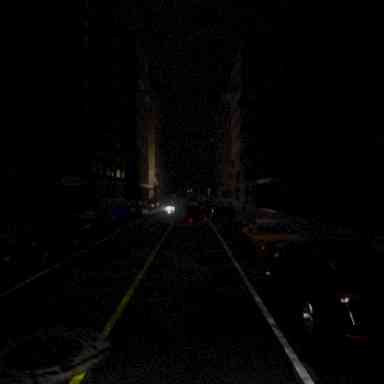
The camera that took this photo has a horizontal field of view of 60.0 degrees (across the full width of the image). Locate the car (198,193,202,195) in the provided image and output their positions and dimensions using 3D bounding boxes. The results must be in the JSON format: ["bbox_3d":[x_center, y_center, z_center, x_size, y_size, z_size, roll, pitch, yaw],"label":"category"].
[{"bbox_3d":[2.622,1.418,66.038,1.752,1.417,4.829,0,0,0],"label":"car"}]

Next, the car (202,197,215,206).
[{"bbox_3d":[2.625,1.482,55.042,1.947,1.339,4.313,0,0,0],"label":"car"}]

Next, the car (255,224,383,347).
[{"bbox_3d":[2.636,1.558,6.328,1.947,1.339,4.313,0,0,0],"label":"car"}]

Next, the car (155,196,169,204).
[{"bbox_3d":[-5.402,1.456,60.463,2.008,1.369,4.403,0,0,0],"label":"car"}]

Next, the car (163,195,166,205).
[{"bbox_3d":[-5.399,1.450,49.467,1.752,1.417,4.829,0,0,0],"label":"car"}]

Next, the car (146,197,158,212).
[{"bbox_3d":[-5.397,1.468,38.642,1.752,1.417,4.829,0,0,0],"label":"car"}]

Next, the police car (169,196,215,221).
[{"bbox_3d":[0.135,1.386,26.940,1.930,1.638,5.238,0,0,17],"label":"police car"}]

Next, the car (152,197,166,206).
[{"bbox_3d":[-5.401,1.498,55.050,1.802,1.307,4.206,0,0,0],"label":"car"}]

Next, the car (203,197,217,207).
[{"bbox_3d":[2.626,1.491,49.629,1.947,1.339,4.313,0,0,0],"label":"car"}]

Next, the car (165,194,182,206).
[{"bbox_3d":[-2.841,1.413,50.921,2.128,1.511,4.902,0,0,0],"label":"car"}]

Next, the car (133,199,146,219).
[{"bbox_3d":[-5.395,1.399,27.986,1.967,1.590,4.097,0,0,0],"label":"car"}]

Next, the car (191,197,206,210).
[{"bbox_3d":[0.815,1.463,42.508,1.812,1.442,4.674,0,0,0],"label":"car"}]

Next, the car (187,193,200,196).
[{"bbox_3d":[-0.015,1.465,62.403,1.994,1.385,4.181,0,0,0],"label":"car"}]

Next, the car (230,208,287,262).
[{"bbox_3d":[2.634,1.509,11.911,1.752,1.417,4.829,0,0,0],"label":"car"}]

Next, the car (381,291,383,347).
[{"bbox_3d":[2.637,1.581,0.916,1.802,1.307,4.206,0,0,0],"label":"car"}]

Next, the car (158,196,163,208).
[{"bbox_3d":[-5.398,1.499,44.224,1.947,1.339,4.313,0,0,0],"label":"car"}]

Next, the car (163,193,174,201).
[{"bbox_3d":[-5.405,1.184,76.700,2.192,1.841,5.009,0,0,0],"label":"car"}]

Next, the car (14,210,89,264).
[{"bbox_3d":[-5.391,1.550,11.748,1.947,1.339,4.313,0,0,0],"label":"car"}]

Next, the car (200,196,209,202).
[{"bbox_3d":[2.621,1.463,71.281,1.802,1.307,4.206,0,0,0],"label":"car"}]

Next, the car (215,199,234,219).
[{"bbox_3d":[2.631,1.510,27.979,2.008,1.369,4.403,0,0,0],"label":"car"}]

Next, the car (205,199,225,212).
[{"bbox_3d":[2.628,1.493,38.804,2.008,1.369,4.403,0,0,0],"label":"car"}]

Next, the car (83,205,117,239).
[{"bbox_3d":[-5.392,1.558,17.161,1.802,1.307,4.206,0,0,0],"label":"car"}]

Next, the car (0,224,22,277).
[{"bbox_3d":[-5.390,1.557,6.336,1.947,1.339,4.313,0,0,0],"label":"car"}]

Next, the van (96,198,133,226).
[{"bbox_3d":[-5.393,1.309,22.574,1.690,1.788,3.998,0,0,0],"label":"van"}]
